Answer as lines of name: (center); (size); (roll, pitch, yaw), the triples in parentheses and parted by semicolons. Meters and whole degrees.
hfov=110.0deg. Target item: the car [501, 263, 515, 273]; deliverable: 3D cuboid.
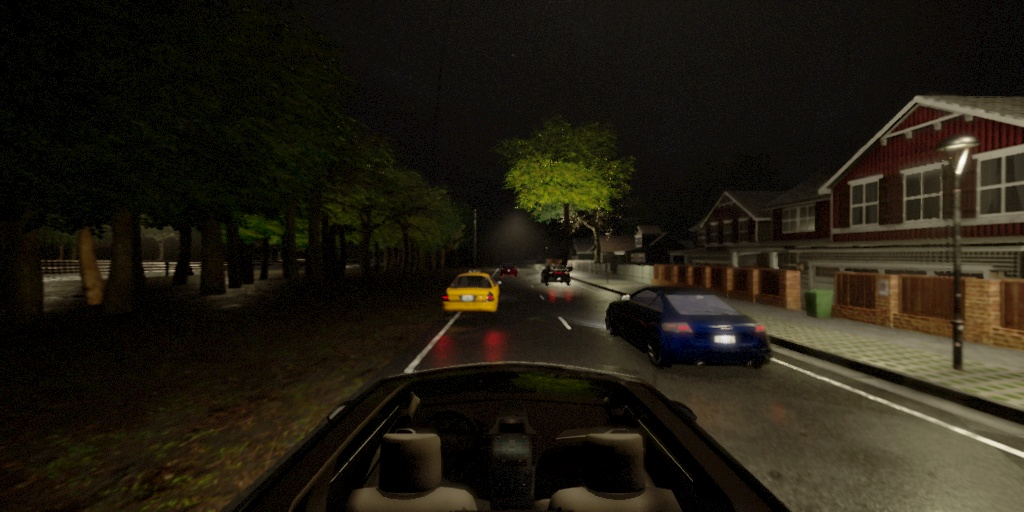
car: (-0.598, 1.693, 51.504); (1.895, 1.301, 4.718); (0, 0, 0)

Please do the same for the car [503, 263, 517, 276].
car: (-0.403, 1.599, 41.679); (1.994, 1.385, 4.181); (0, 0, -1)

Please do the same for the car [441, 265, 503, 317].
car: (-1.382, 1.274, 13.522); (1.801, 1.575, 5.366); (0, 0, -1)

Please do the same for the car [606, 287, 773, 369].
car: (3.509, 1.363, 7.950); (1.994, 1.385, 4.181); (0, 0, -1)

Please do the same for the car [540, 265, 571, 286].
car: (3.279, 1.430, 27.585); (2.128, 1.511, 4.902); (0, 0, -1)
